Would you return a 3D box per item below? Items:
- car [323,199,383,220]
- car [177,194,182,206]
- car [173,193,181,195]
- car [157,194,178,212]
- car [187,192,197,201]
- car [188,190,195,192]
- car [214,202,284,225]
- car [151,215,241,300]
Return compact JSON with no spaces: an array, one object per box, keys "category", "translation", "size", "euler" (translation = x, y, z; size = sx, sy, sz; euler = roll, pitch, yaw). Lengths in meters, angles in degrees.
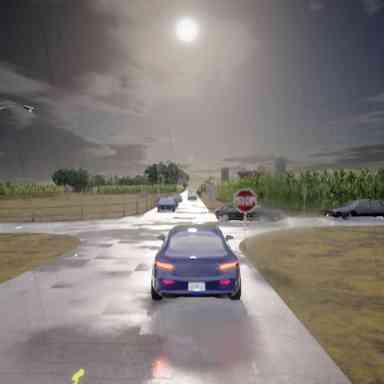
[{"category":"car","translation":[12.618,1.246,24.534],"size":[5.357,1.411,2.033],"euler":[-1,0,-2]},{"category":"car","translation":[-2.871,1.385,47.151],"size":[1.895,1.301,4.718],"euler":[0,0,0]},{"category":"car","translation":[-2.850,1.007,60.715],"size":[2.097,1.767,4.553],"euler":[0,1,0]},{"category":"car","translation":[-2.823,1.341,37.156],"size":[1.882,1.535,5.008],"euler":[0,0,-2]},{"category":"car","translation":[0.063,1.155,69.532],"size":[1.895,1.301,4.718],"euler":[0,1,0]},{"category":"car","translation":[-0.045,0.646,79.696],"size":[2.150,2.045,5.566],"euler":[0,1,0]},{"category":"car","translation":[3.902,1.415,23.200],"size":[4.892,1.490,1.837],"euler":[-2,1,33]},{"category":"car","translation":[0.087,1.522,8.230],"size":[1.812,1.442,4.674],"euler":[0,0,0]}]
